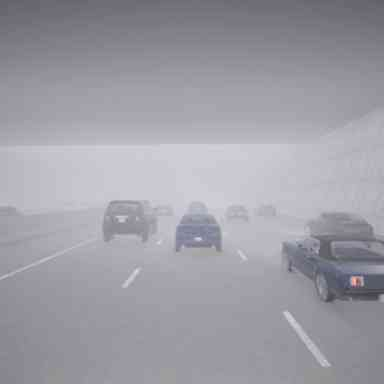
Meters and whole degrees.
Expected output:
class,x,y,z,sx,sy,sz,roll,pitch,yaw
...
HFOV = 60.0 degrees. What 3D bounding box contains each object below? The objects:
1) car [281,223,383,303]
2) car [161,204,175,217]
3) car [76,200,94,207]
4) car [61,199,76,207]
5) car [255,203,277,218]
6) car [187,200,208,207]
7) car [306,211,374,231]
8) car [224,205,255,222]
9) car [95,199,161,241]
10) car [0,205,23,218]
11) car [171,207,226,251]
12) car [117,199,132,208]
class,x,y,z,sx,sy,sz,roll,pitch,yaw
car,3.675,1.711,8.398,1.895,1.301,4.718,0,-1,1
car,-2.916,1.953,35.761,1.994,1.385,4.181,0,-1,1
car,-20.086,2.233,64.284,1.895,1.301,4.718,0,-1,1
car,-23.586,2.147,64.289,1.812,1.442,4.674,0,0,1
car,7.575,1.914,35.068,2.128,1.511,4.902,0,-1,1
car,0.577,1.749,35.229,2.097,1.767,4.553,0,-1,1
car,7.309,1.726,16.948,1.837,1.490,4.892,0,0,1
car,3.998,1.901,30.102,2.033,1.411,5.357,0,-1,1
car,-3.176,1.412,17.928,2.150,2.045,5.566,0,0,1
car,-13.798,1.713,23.456,1.837,1.490,4.892,0,-1,1
car,0.279,1.648,15.001,1.882,1.535,5.008,0,-1,1
car,-13.089,2.196,64.484,1.812,1.442,4.674,0,-1,1
